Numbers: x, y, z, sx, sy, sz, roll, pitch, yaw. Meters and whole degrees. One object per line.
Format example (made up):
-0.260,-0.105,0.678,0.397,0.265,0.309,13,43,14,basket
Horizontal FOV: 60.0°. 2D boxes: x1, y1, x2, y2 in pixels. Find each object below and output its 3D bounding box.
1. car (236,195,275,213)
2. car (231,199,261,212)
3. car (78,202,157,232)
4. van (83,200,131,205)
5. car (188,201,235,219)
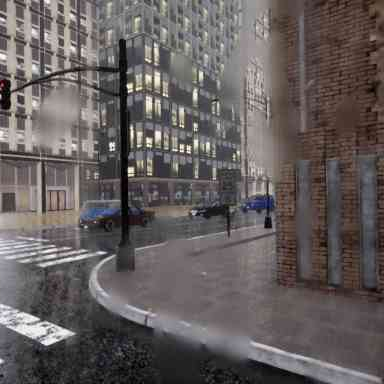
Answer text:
7.662,1.329,38.145,2.150,2.045,5.566,-1,-1,36,car
6.805,1.689,41.408,1.752,1.417,4.829,-2,-1,36,car
-4.513,1.614,21.164,2.033,1.411,5.357,-1,-1,36,car
-6.030,1.460,23.499,1.690,1.788,3.998,-2,-1,36,van
1.570,1.578,29.651,2.128,1.511,4.902,-1,-1,36,car
